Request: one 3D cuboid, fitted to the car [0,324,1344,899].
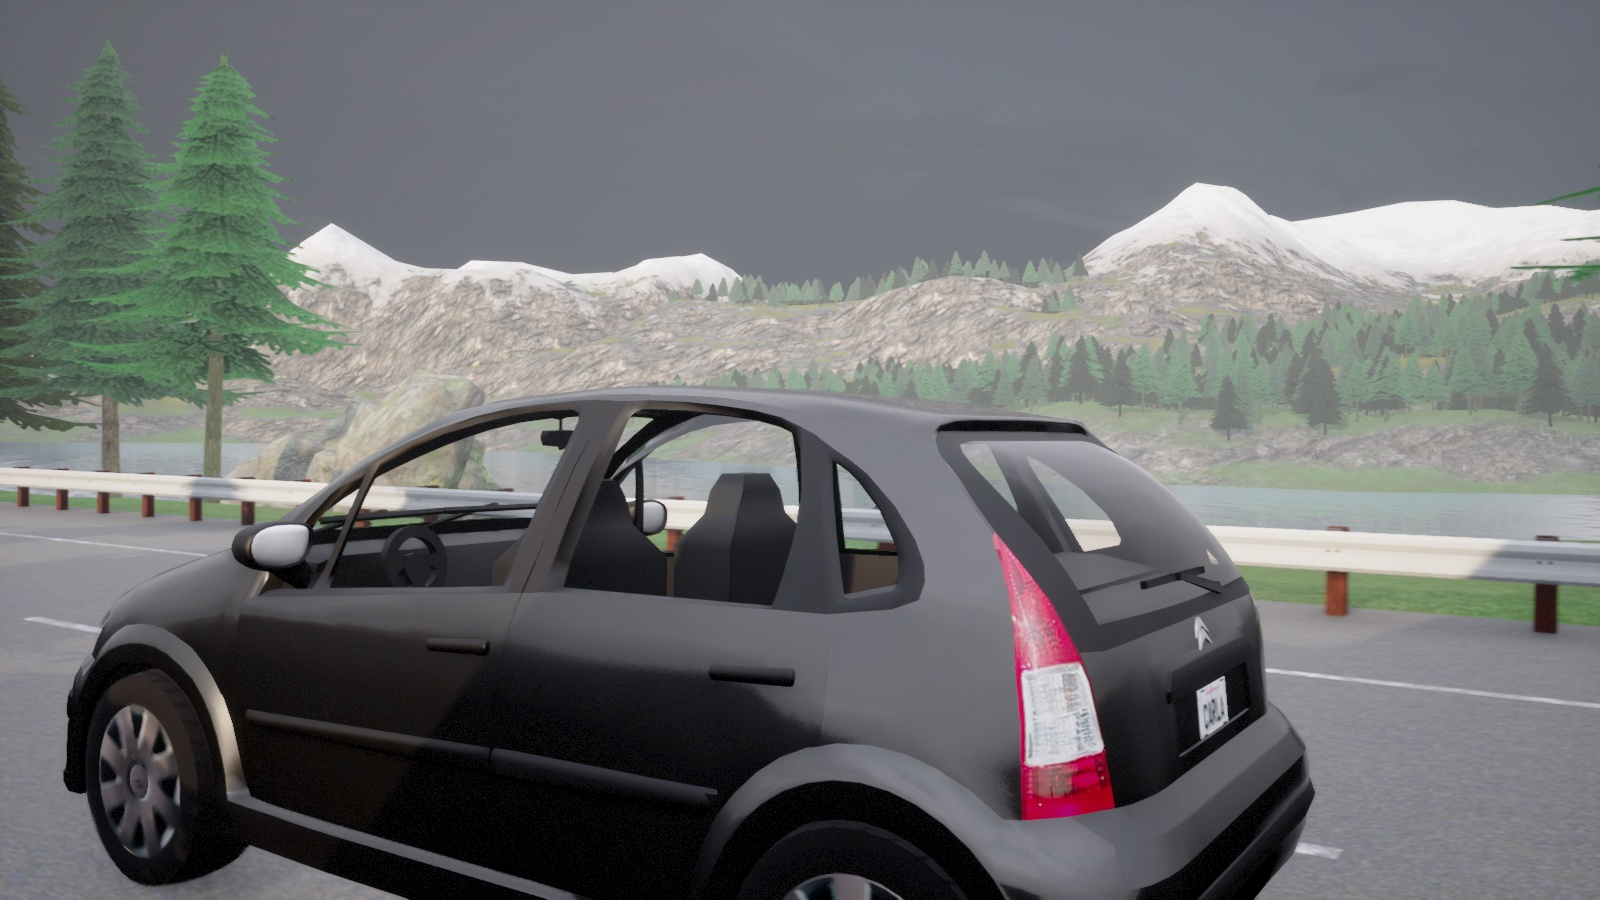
[{"bbox_3d":[-0.583,0.580,4.009,3.988,1.617,1.851,0,1,34],"label":"car"}]
